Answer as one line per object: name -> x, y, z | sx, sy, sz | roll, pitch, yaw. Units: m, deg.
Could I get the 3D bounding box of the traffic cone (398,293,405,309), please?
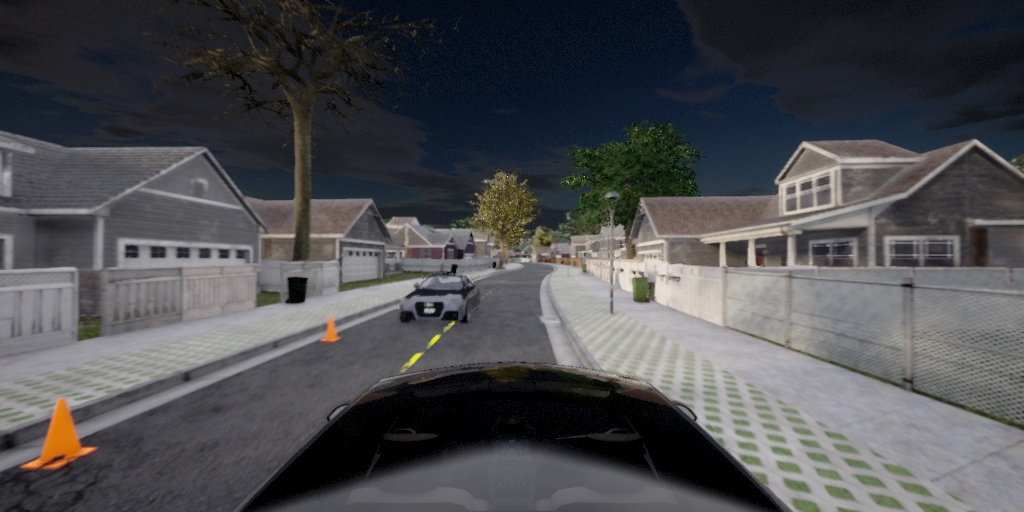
traffic cone -> -4.115, 1.707, 13.623 | 0.340, 0.580, 0.340 | 0, 0, 3

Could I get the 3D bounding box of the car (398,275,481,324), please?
car -> -2.193, 1.317, 11.852 | 1.994, 1.385, 4.181 | 0, 0, 2

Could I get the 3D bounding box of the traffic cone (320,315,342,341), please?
traffic cone -> -4.324, 1.700, 8.576 | 0.340, 0.580, 0.340 | 0, 0, 2

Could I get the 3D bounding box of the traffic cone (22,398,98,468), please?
traffic cone -> -4.430, 1.695, 3.526 | 0.340, 0.580, 0.340 | 0, 0, 1
